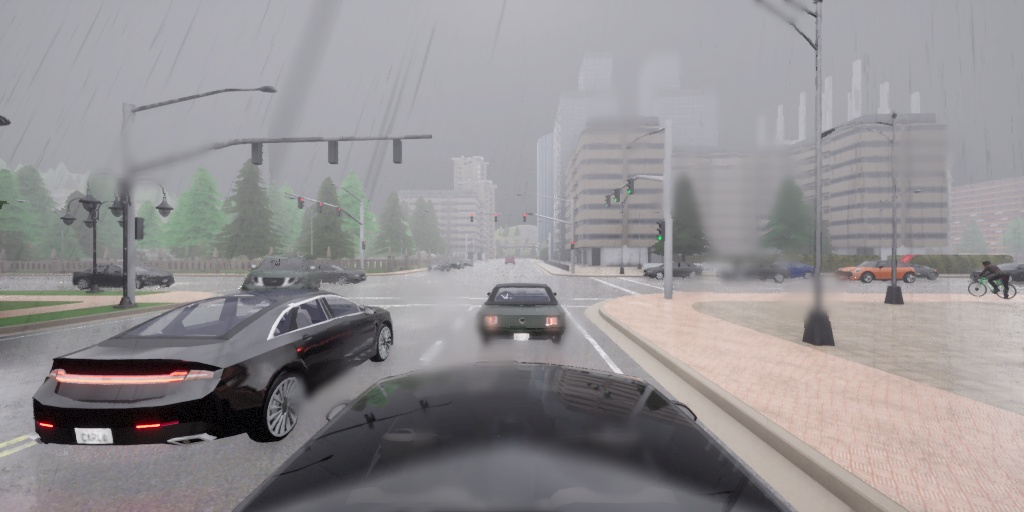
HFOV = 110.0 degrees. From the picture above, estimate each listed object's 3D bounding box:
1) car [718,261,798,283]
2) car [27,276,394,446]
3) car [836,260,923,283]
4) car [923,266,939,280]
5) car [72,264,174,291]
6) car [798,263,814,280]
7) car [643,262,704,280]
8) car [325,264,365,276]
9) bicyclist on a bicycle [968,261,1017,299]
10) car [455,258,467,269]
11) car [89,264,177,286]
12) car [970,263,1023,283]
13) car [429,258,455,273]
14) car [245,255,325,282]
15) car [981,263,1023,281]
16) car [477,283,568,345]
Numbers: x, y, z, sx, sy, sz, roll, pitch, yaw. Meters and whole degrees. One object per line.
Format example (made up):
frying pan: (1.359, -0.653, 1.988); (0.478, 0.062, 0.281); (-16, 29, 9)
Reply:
car: (18.474, 1.255, 27.430); (4.892, 1.490, 1.837); (0, 0, 2)
car: (-3.331, 1.242, 5.327); (2.128, 1.511, 4.902); (0, 0, 1)
car: (27.407, 1.102, 27.135); (4.553, 1.767, 2.097); (0, 0, 2)
car: (33.255, 1.314, 30.445); (4.181, 1.385, 1.994); (0, 0, 1)
car: (-23.297, 1.227, 21.597); (5.008, 1.535, 1.882); (0, 0, 2)
car: (23.300, 1.228, 30.773); (5.008, 1.535, 1.882); (0, 0, 2)
car: (13.952, 1.255, 31.079); (4.892, 1.490, 1.837); (0, 0, 2)
car: (-12.642, 1.256, 24.745); (4.892, 1.490, 1.837); (0, 0, 2)
bicyclist on a bicycle: (21.176, 1.051, 15.851); (0.582, 1.620, 1.656); (0, 0, 2)
car: (-8.546, 1.102, 54.039); (2.097, 1.767, 4.553); (0, 0, 2)
car: (-26.524, 1.314, 25.208); (4.181, 1.385, 1.994); (0, 0, 2)
car: (37.522, 1.228, 26.792); (5.008, 1.535, 1.882); (0, 0, 2)
car: (-8.879, 1.241, 44.311); (2.128, 1.511, 4.902); (0, 0, 2)
car: (-10.211, 0.971, 16.345); (2.150, 2.045, 5.566); (2, -1, -22)
car: (43.467, 1.297, 30.081); (5.357, 1.411, 2.033); (0, 0, 2)
car: (0.260, 1.351, 9.480); (1.895, 1.301, 4.718); (0, 0, 1)
